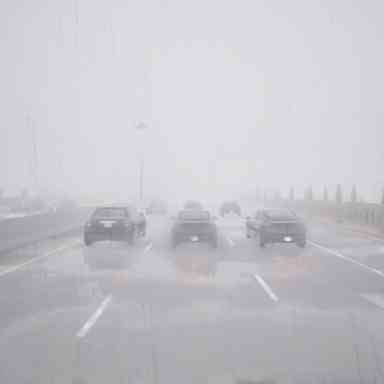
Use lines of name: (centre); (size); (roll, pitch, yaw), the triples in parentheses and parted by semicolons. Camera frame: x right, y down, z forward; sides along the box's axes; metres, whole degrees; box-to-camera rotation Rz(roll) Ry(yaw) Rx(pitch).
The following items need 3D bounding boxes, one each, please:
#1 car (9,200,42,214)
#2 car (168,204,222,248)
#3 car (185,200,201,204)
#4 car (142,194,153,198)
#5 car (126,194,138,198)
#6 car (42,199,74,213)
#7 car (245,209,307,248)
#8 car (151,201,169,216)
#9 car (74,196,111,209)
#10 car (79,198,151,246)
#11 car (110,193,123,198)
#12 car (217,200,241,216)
car: (-17.603, 1.571, 36.177); (2.033, 1.411, 5.357); (0, 0, 0)
car: (0.097, 1.515, 14.914); (1.837, 1.490, 4.892); (0, 0, 0)
car: (0.094, 1.527, 32.389); (1.837, 1.490, 4.892); (0, 0, 0)
car: (-10.397, 1.299, 77.383); (2.097, 1.767, 4.553); (0, 0, 2)
car: (-13.891, 1.290, 77.589); (2.097, 1.767, 4.553); (0, 0, 2)
car: (-14.100, 1.517, 36.652); (2.128, 1.511, 4.902); (0, 0, 0)
car: (3.597, 1.515, 14.890); (1.837, 1.490, 4.892); (0, 0, 0)
car: (-3.406, 1.586, 33.105); (1.994, 1.385, 4.181); (0, 0, 0)
car: (-10.601, 1.501, 35.810); (1.882, 1.535, 5.008); (0, 0, 0)
car: (-3.403, 1.362, 15.574); (2.097, 1.767, 4.553); (0, 0, 0)
car: (-17.438, 1.249, 76.381); (2.150, 2.045, 5.566); (0, 0, 0)
car: (3.592, 1.527, 32.388); (1.837, 1.490, 4.892); (0, 0, 0)
